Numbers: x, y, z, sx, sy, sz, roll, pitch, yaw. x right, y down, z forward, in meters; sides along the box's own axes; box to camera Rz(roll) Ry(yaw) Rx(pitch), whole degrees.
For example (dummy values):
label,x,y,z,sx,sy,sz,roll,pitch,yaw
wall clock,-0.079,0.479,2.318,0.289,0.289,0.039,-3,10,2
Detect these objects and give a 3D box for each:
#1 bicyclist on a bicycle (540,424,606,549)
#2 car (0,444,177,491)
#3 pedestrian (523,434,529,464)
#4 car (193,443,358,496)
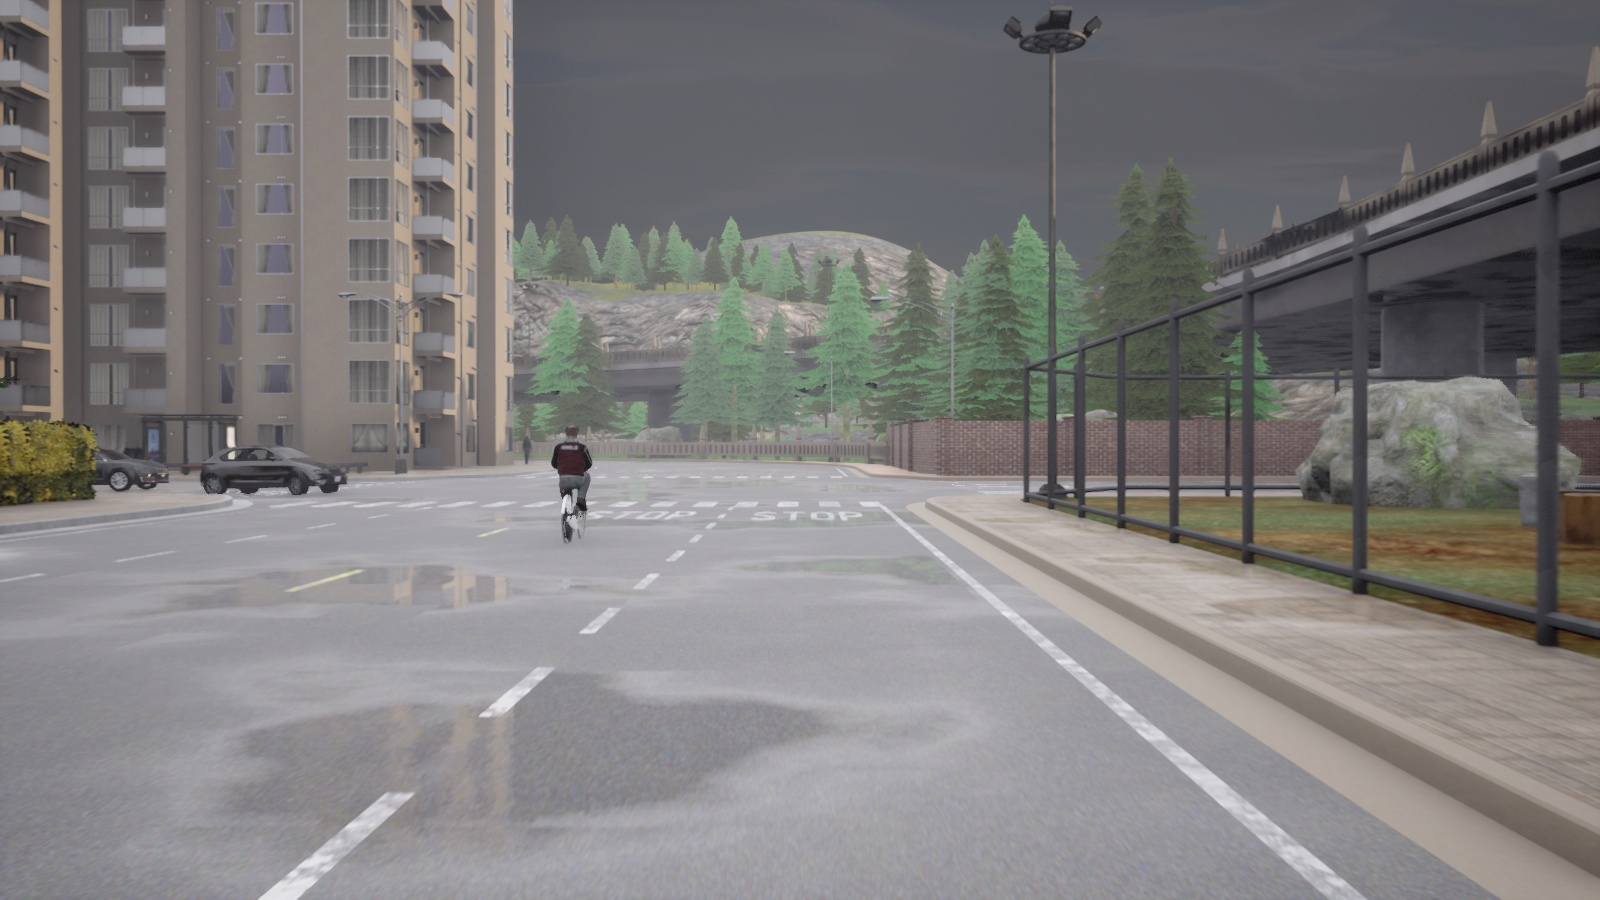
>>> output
label,x,y,z,sx,sy,sz,roll,pitch,yaw
bicyclist on a bicycle,-3.378,0.508,18.826,0.659,1.776,1.843,0,1,0
car,-23.316,0.556,41.134,4.892,1.490,1.837,0,0,1
pedestrian,-17.021,-0.054,78.152,0.353,1.847,0.614,0,0,-11
car,-15.415,0.570,36.953,4.193,1.474,1.816,-1,0,14
